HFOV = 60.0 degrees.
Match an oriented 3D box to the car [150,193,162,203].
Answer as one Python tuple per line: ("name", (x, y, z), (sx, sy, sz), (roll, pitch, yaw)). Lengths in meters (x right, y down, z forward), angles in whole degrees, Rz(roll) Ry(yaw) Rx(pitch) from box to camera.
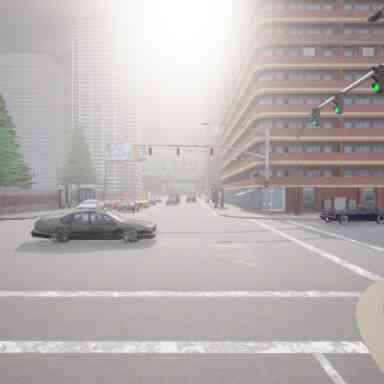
("car", (-7.132, 1.526, 66.812), (1.812, 1.442, 4.674), (0, 0, 0))

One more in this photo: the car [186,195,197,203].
("car", (-0.112, 1.350, 69.683), (2.097, 1.767, 4.553), (0, 0, 0))

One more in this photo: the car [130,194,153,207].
("car", (-7.173, 1.477, 47.109), (1.882, 1.535, 5.008), (0, 0, 0))

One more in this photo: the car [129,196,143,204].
("car", (-10.646, 1.505, 64.025), (1.837, 1.490, 4.892), (0, 0, 0))

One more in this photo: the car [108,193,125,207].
("car", (-10.669, 1.352, 43.879), (2.097, 1.767, 4.553), (0, 0, 0))

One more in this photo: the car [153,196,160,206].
("car", (-7.175, 1.491, 56.588), (2.128, 1.511, 4.902), (0, 0, 0))

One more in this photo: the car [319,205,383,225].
("car", (11.385, 1.545, 23.200), (4.718, 1.301, 1.895), (0, 0, -13))

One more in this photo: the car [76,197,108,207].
("car", (-10.655, 1.526, 34.933), (1.812, 1.442, 4.674), (0, 0, 2))

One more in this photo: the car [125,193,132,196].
("car", (-10.679, 1.221, 53.608), (2.150, 2.045, 5.566), (0, 0, 0))

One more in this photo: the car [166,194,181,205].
("car", (-3.493, 1.547, 58.193), (2.033, 1.411, 5.357), (0, 0, 0))

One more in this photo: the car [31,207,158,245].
("car", (-4.272, 1.537, 15.011), (5.357, 1.411, 2.033), (0, 0, 0))

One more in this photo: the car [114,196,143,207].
("car", (-7.145, 1.526, 37.770), (1.812, 1.442, 4.674), (0, 0, 0))
